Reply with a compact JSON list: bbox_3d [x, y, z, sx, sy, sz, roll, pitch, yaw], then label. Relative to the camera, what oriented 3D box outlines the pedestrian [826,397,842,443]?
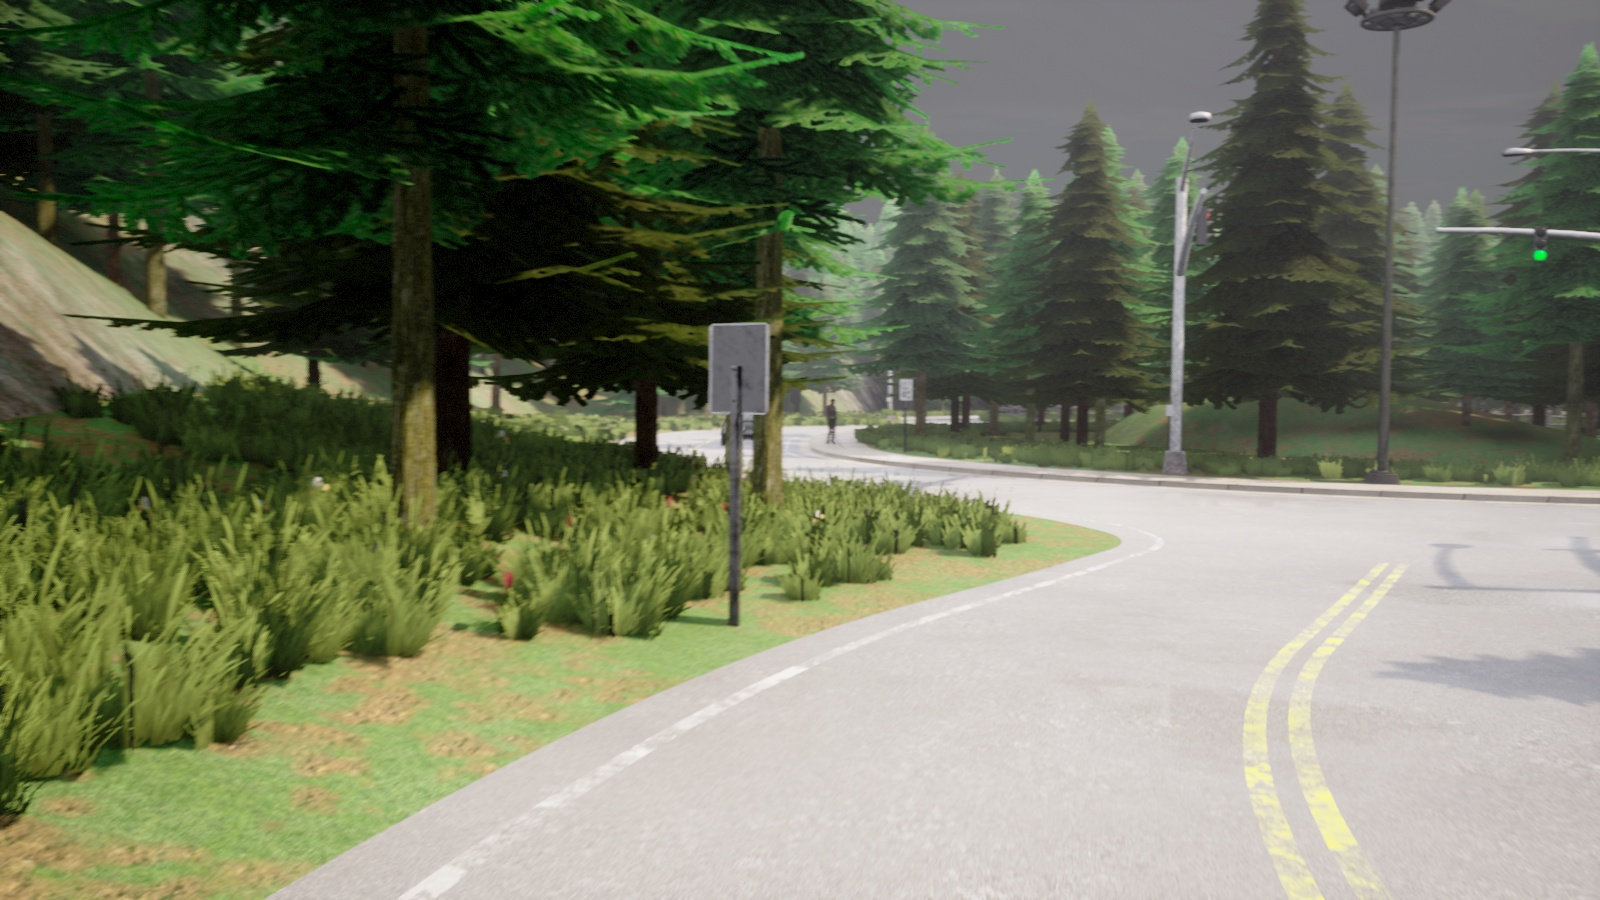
[{"bbox_3d":[1.354,-1.191,49.998,0.328,1.805,0.869,-1,3,-22],"label":"pedestrian"}]

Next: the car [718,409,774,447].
[{"bbox_3d":[-2.210,-0.954,52.857,2.033,1.411,5.357,0,3,1],"label":"car"}]
